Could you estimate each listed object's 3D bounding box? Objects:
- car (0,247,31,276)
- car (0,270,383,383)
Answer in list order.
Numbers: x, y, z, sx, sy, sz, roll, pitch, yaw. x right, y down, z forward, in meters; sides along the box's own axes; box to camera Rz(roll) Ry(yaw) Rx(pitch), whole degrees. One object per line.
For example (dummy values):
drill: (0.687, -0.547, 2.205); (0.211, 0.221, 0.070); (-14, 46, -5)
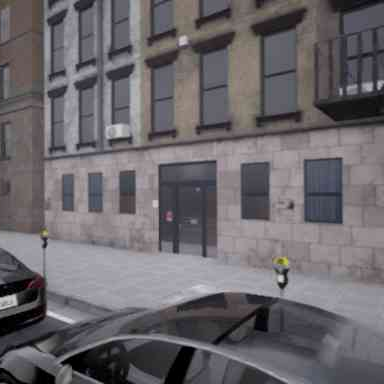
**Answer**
car: (-4.316, 1.607, 5.892); (4.313, 1.339, 1.947); (0, 0, 36)
car: (0.088, 1.574, 2.745); (4.313, 1.339, 1.947); (0, 0, 36)
